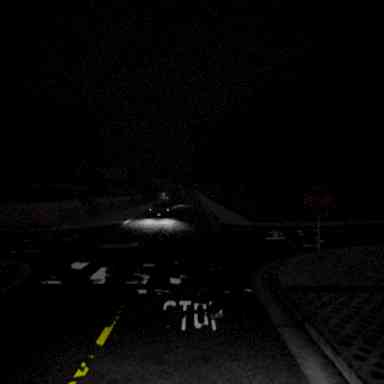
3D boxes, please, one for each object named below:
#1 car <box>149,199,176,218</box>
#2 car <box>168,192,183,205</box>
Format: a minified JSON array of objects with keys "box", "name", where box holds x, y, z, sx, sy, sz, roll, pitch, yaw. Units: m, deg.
[{"box":[-2.694,1.548,29.466,1.895,1.301,4.718,0,0,0],"name":"car"},{"box":[-2.642,1.082,54.201,2.150,2.045,5.566,0,1,0],"name":"car"}]
